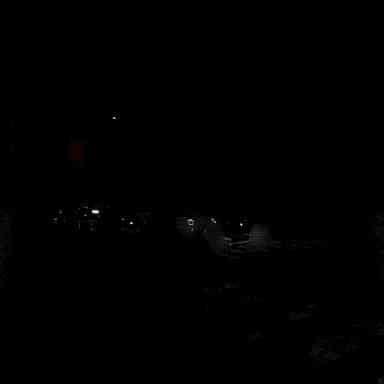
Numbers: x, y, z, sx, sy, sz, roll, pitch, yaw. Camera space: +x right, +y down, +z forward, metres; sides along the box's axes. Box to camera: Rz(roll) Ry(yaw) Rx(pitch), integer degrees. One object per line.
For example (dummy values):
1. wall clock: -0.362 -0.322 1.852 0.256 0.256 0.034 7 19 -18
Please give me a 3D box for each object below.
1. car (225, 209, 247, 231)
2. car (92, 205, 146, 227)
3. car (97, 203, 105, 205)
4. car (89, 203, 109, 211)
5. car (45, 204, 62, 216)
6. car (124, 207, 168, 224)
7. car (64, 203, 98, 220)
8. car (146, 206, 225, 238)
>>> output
1. car: 1.570 1.799 22.234 1.837 1.490 4.892 0 -1 -36
2. car: -6.108 2.008 27.255 2.033 1.411 5.357 0 -1 -35
3. car: -10.476 2.228 38.767 2.033 1.411 5.357 0 -1 -36
4. car: -16.224 2.632 58.011 1.895 1.301 4.718 0 -1 -36
5. car: -17.768 2.330 43.309 2.128 1.511 4.902 0 -1 -36
6. car: -4.257 2.080 30.227 1.895 1.301 4.718 0 -1 -36
7. car: -11.942 2.213 35.269 1.994 1.385 4.181 0 -1 -36
8. car: -0.532 1.635 19.600 2.097 1.767 4.553 0 -1 -36
